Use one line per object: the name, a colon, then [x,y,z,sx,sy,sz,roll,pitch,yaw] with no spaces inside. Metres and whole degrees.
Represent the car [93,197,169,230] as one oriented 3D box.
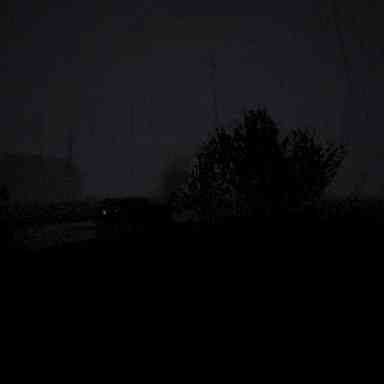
car: [-3.283,1.047,19.008,2.097,1.767,4.553,1,2,36]
